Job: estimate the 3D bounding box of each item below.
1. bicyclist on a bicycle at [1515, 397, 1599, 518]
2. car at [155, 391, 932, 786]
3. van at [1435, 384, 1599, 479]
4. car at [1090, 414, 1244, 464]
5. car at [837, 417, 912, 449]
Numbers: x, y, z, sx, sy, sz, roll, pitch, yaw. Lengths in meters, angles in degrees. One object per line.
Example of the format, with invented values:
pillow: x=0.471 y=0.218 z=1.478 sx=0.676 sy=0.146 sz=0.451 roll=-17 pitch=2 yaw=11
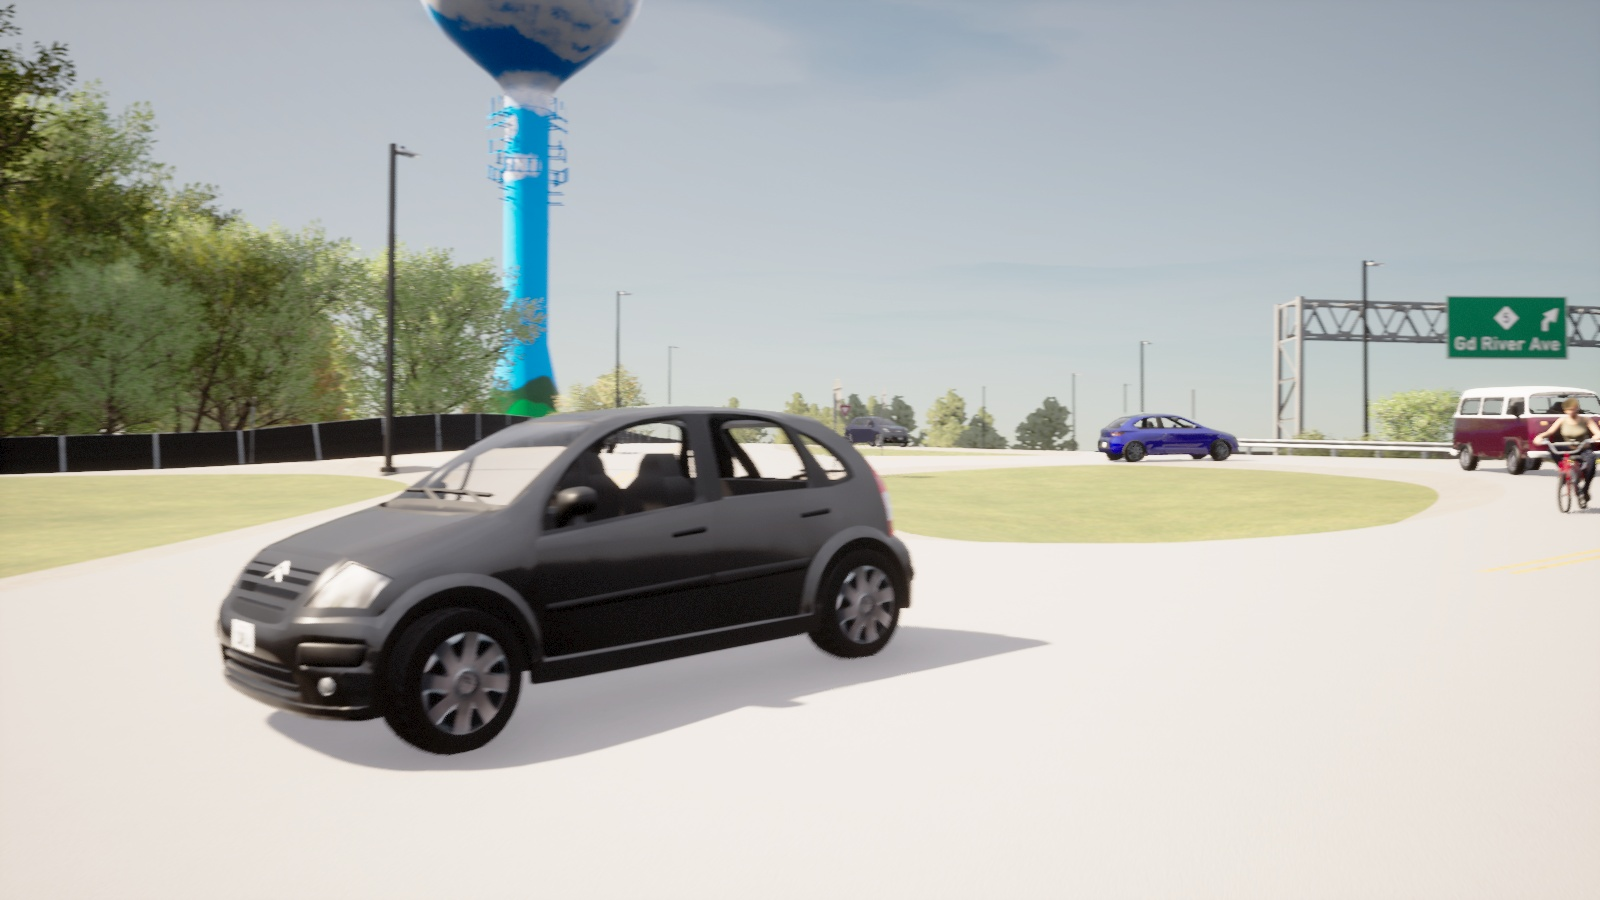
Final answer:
bicyclist on a bicycle: x=10.794 y=0.090 z=17.662 sx=0.866 sy=1.612 sz=1.509 roll=-2 pitch=0 yaw=45
car: x=-1.281 y=0.521 z=7.308 sx=3.988 sy=1.617 sz=1.851 roll=-3 pitch=2 yaw=-42
van: x=16.832 y=-0.447 z=29.305 sx=2.069 sy=2.038 sz=4.480 roll=0 pitch=1 yaw=5
car: x=11.348 y=-0.365 z=38.955 sx=4.193 sy=1.474 sz=1.816 roll=-1 pitch=2 yaw=-8
car: x=3.641 y=-0.850 z=61.761 sx=1.845 sy=1.501 sz=3.633 roll=1 pitch=1 yaw=-33
